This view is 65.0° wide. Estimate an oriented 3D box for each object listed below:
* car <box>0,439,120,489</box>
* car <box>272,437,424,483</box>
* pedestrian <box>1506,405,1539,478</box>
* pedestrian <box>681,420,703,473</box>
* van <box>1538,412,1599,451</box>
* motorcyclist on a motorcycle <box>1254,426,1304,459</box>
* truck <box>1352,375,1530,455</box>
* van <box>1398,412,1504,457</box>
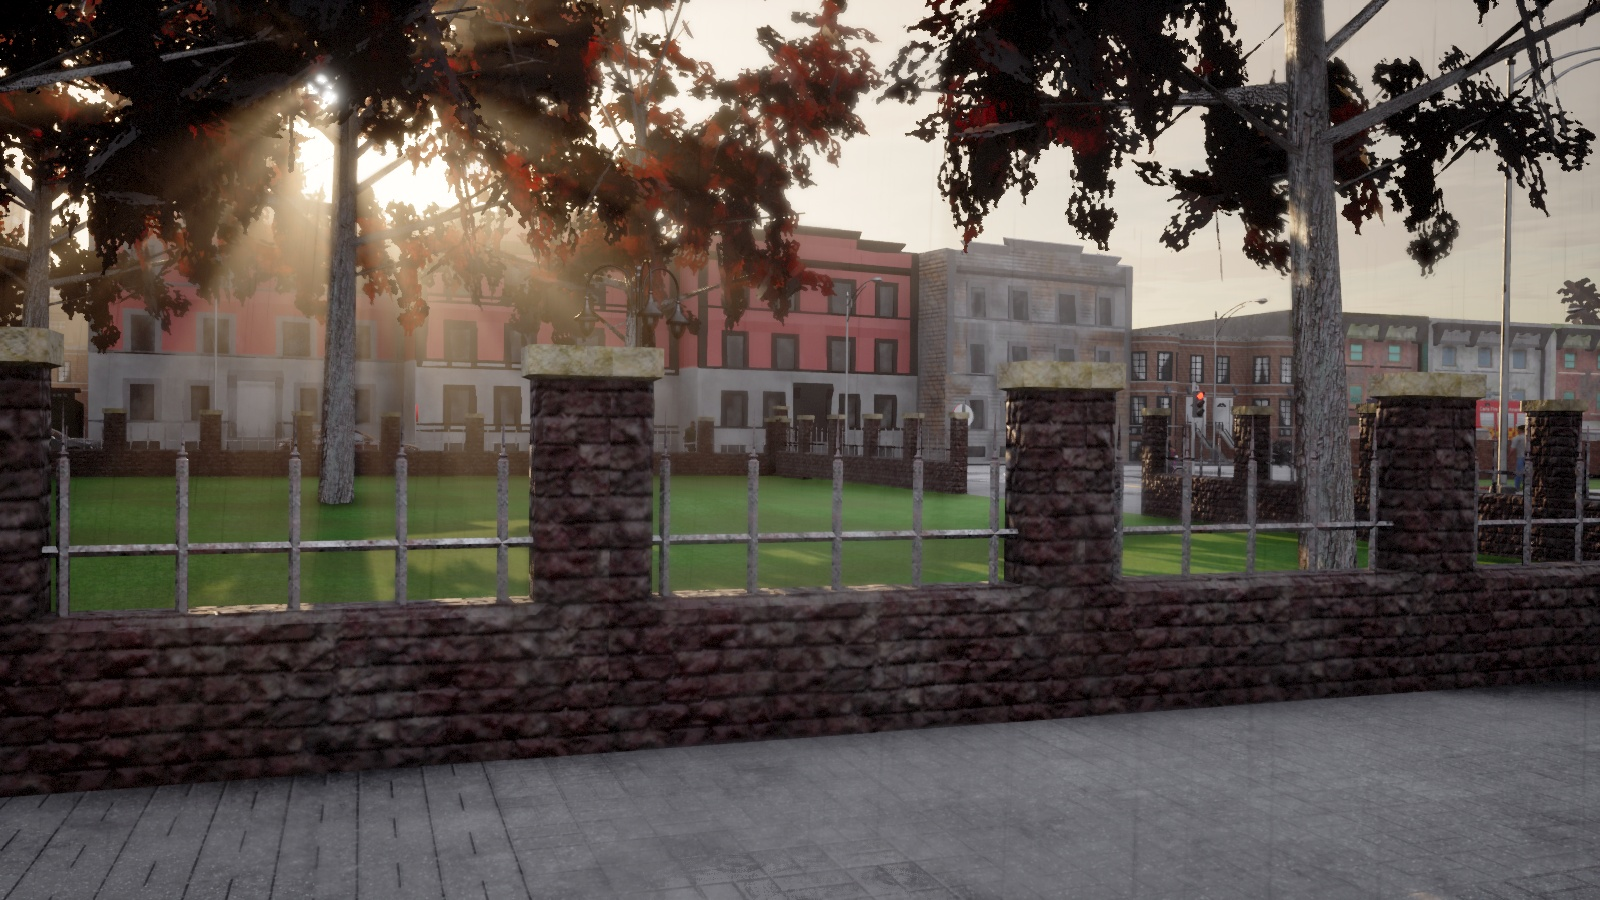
[{"bbox_3d":[-24.059,0.428,39.022,4.892,1.490,1.837,-1,1,-19],"label":"car"},{"bbox_3d":[-15.118,0.301,42.160,4.674,1.442,1.812,-1,1,-19],"label":"car"},{"bbox_3d":[18.497,-0.216,32.148,0.354,1.836,0.706,-1,1,-12],"label":"pedestrian"},{"bbox_3d":[-4.006,-0.127,46.585,0.423,1.949,0.788,-1,1,-40],"label":"pedestrian"},{"bbox_3d":[41.292,-0.970,66.074,4.442,1.987,1.775,-1,1,-19],"label":"van"},{"bbox_3d":[22.729,-0.382,59.617,2.191,1.530,0.866,-1,1,-19],"label":"motorcyclist on a motorcycle"},{"bbox_3d":[32.092,-1.736,62.869,8.468,3.827,2.891,-1,1,-19],"label":"truck"},{"bbox_3d":[30.034,-0.716,57.930,4.442,1.987,1.775,-1,1,-19],"label":"van"}]
